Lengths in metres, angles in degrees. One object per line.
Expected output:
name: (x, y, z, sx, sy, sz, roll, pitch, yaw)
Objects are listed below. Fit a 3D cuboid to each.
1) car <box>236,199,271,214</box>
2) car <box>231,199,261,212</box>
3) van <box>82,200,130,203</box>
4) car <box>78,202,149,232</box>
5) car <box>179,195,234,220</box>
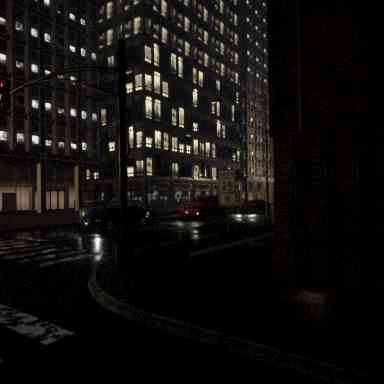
car: (7.180, 1.584, 37.534, 1.882, 1.535, 5.008, -1, -1, 36)
car: (6.770, 1.689, 41.427, 1.752, 1.417, 4.829, -2, -1, 36)
van: (-6.059, 1.460, 23.514, 1.690, 1.788, 3.998, -2, -1, 36)
car: (-4.712, 1.571, 20.981, 1.837, 1.490, 4.892, -1, -1, 33)
car: (1.176, 1.307, 29.171, 2.150, 2.045, 5.566, -1, -1, 36)
